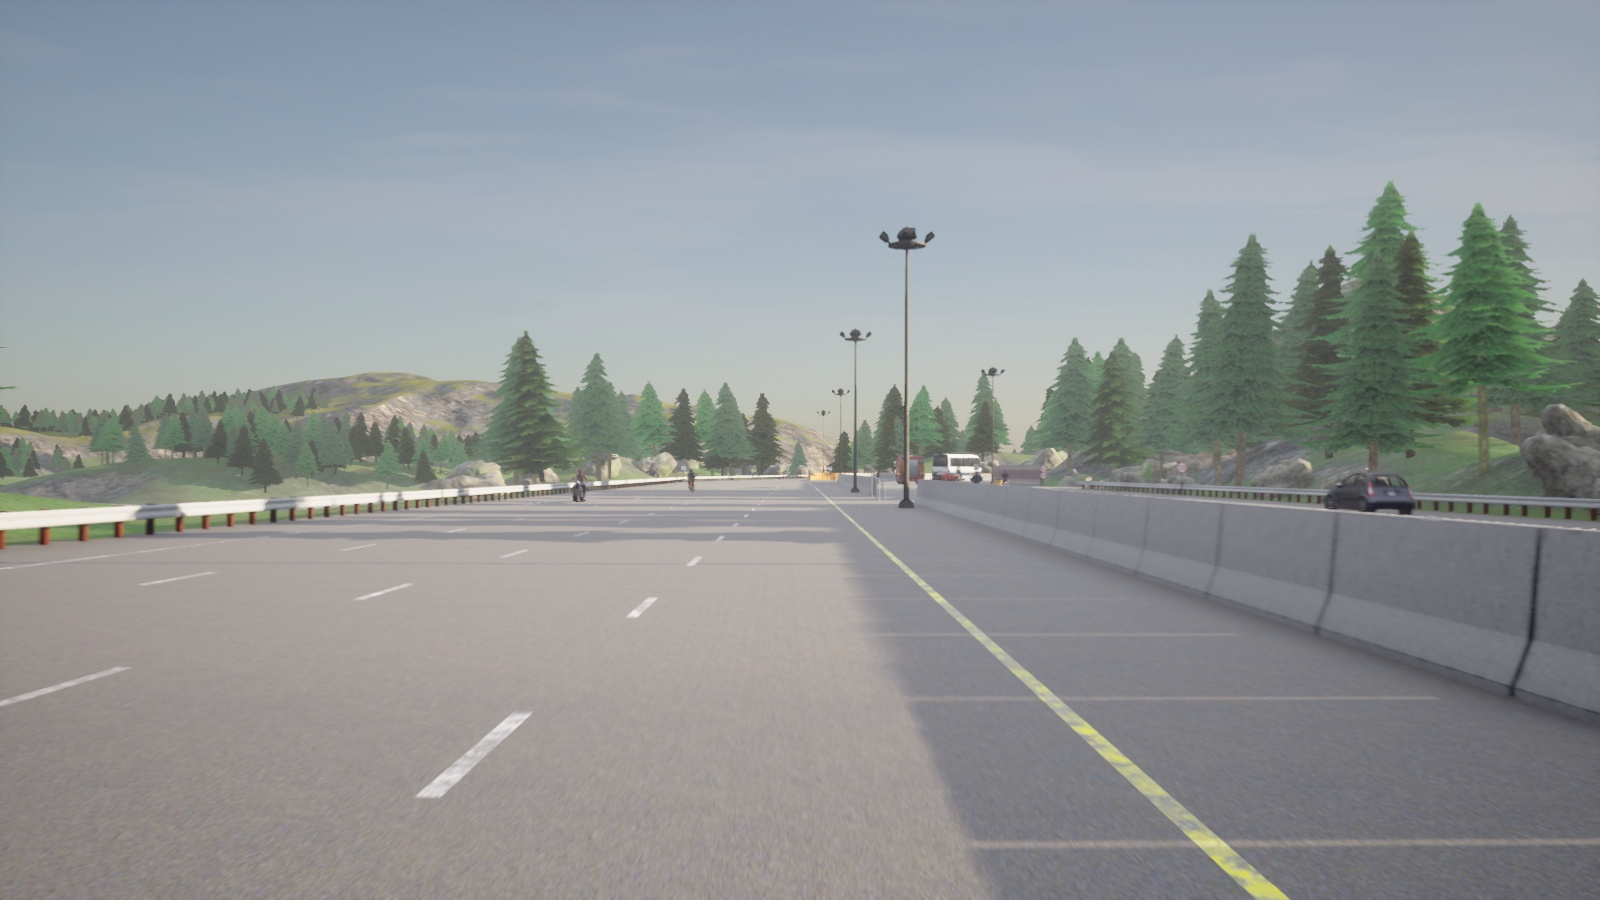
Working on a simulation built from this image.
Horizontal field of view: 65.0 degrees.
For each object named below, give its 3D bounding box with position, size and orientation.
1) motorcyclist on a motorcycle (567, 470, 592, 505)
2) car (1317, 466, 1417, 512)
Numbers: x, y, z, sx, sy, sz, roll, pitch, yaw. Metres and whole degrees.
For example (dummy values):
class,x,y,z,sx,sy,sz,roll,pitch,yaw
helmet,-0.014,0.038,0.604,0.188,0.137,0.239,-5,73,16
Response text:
class,x,y,z,sx,sy,sz,roll,pitch,yaw
motorcyclist on a motorcycle,-10.643,1.820,60.705,0.766,1.649,2.350,0,-1,0
car,20.891,1.404,46.447,1.851,1.617,3.988,0,-1,0
